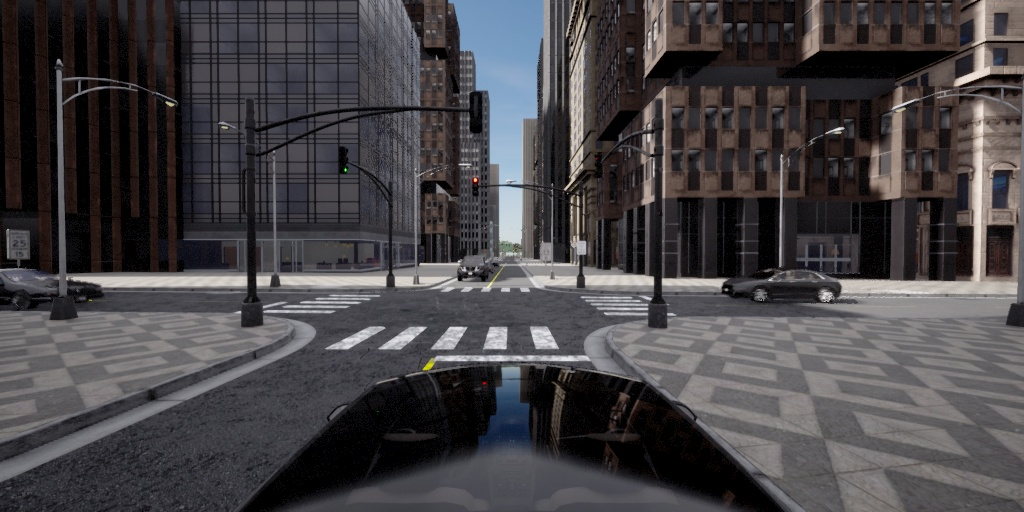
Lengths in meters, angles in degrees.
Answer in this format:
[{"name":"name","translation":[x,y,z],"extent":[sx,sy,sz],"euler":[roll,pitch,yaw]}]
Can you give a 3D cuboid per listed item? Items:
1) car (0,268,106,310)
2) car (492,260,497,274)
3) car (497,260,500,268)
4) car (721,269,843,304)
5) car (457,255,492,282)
[{"name":"car","translation":[-18.679,1.175,13.332],"extent":[5.357,1.411,2.033],"euler":[0,1,0]},{"name":"car","translation":[-3.113,1.286,40.618],"extent":[1.994,1.385,4.181],"euler":[0,0,0]},{"name":"car","translation":[-3.059,1.299,59.791],"extent":[1.895,1.301,4.718],"euler":[0,0,0]},{"name":"car","translation":[12.363,1.329,16.603],"extent":[4.892,1.490,1.837],"euler":[0,1,0]},{"name":"car","translation":[-3.113,0.955,29.570],"extent":[2.150,2.045,5.566],"euler":[0,0,0]}]
